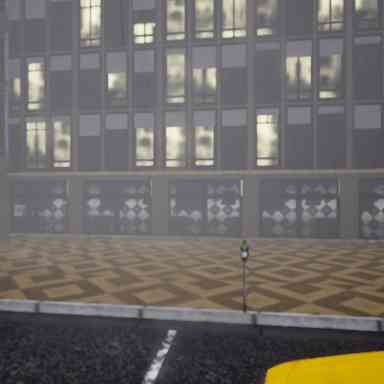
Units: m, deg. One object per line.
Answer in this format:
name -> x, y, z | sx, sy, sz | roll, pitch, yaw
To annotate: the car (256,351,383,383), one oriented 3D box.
car -> 2.928, 1.454, 1.797 | 5.366, 1.575, 1.801 | 0, 0, 8
